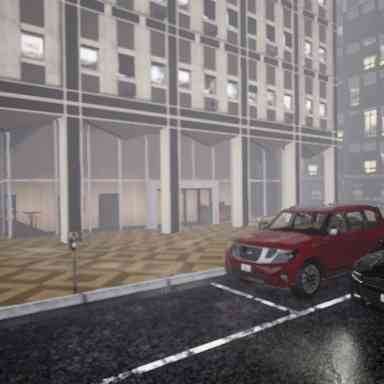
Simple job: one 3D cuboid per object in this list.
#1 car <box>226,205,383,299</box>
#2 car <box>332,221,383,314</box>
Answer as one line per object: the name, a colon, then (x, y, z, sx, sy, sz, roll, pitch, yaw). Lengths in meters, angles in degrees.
car: (3.188, 1.278, 8.537, 5.009, 1.841, 2.192, 0, 0, -36)
car: (5.180, 1.436, 6.735, 5.008, 1.535, 1.882, 0, 0, -35)
